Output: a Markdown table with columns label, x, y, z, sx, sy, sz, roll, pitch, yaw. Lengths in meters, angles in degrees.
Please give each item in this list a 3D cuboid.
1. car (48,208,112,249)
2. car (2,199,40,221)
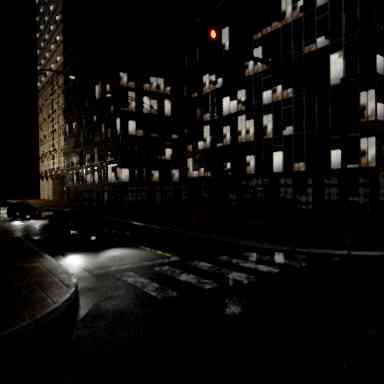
| label | x | y | z | sx | sy | sz | roll | pitch | yaw |
| --- | --- | --- | --- | --- | --- | --- | --- | --- | --- |
| car | -5.080 | 1.482 | 14.693 | 1.812 | 1.442 | 4.674 | -1 | 1 | -34 |
| car | -13.859 | 1.482 | 27.144 | 2.033 | 1.411 | 5.357 | -1 | 1 | -35 |
